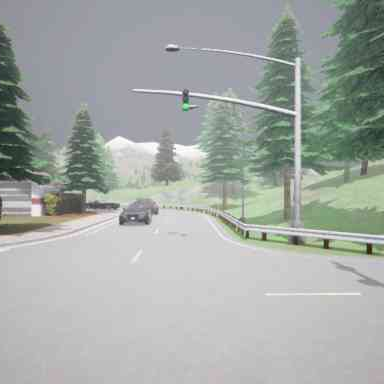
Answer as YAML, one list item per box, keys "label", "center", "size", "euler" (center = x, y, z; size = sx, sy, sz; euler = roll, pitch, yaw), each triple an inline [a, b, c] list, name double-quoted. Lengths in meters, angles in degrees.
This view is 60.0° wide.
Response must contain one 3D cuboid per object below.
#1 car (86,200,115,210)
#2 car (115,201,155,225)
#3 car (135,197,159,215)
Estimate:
- label: "car"
  center: [-11.403, 1.608, 41.538]
  size: [4.718, 1.301, 1.895]
  euler: [0, 0, 14]
- label: "car"
  center: [-3.992, 1.564, 24.010]
  size: [1.994, 1.385, 4.181]
  euler: [0, 0, -2]
- label: "car"
  center: [-4.828, 1.352, 33.800]
  size: [2.097, 1.767, 4.553]
  euler: [0, 0, -19]
